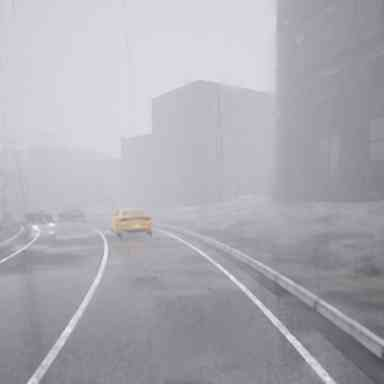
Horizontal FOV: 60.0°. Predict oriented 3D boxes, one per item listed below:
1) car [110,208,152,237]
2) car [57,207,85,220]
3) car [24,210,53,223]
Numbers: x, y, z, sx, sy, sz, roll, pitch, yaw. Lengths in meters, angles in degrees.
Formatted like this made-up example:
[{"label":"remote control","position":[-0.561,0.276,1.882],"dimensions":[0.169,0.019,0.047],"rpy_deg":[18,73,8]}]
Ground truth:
[{"label":"car","position":[-3.702,1.669,19.692],"dimensions":[1.882,1.535,5.008],"rpy_deg":[-1,-1,-19]},{"label":"car","position":[-13.761,2.394,37.604],"dimensions":[1.994,1.385,4.181],"rpy_deg":[-3,-1,-39]},{"label":"car","position":[-15.999,2.517,34.650],"dimensions":[1.895,1.301,4.718],"rpy_deg":[-2,-1,-38]}]
